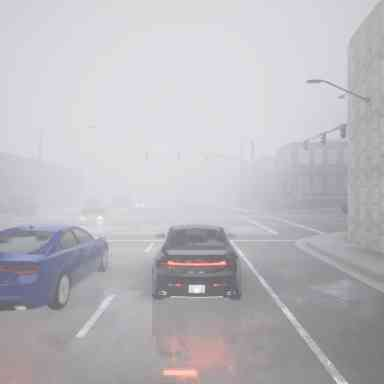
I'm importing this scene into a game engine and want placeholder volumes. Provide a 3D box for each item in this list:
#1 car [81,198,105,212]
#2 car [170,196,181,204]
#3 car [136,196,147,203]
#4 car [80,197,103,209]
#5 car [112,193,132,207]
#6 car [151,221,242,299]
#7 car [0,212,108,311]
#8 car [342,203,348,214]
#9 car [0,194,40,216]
[{"bbox_3d":[-9.716,1.351,32.889,2.097,1.767,4.553,0,0,-12],"label":"car"},{"bbox_3d":[-3.211,1.478,65.952,1.882,1.535,5.008,0,0,0],"label":"car"},{"bbox_3d":[-10.310,1.492,68.330,2.128,1.511,4.902,0,0,0],"label":"car"},{"bbox_3d":[-13.956,1.525,46.548,1.812,1.442,4.674,0,0,0],"label":"car"},{"bbox_3d":[-10.451,1.222,49.952,2.150,2.045,5.566,0,0,0],"label":"car"},{"bbox_3d":[0.103,1.505,8.431,1.837,1.490,4.892,0,0,0],"label":"car"},{"bbox_3d":[-3.401,1.478,7.885,1.882,1.535,5.008,0,0,0],"label":"car"},{"bbox_3d":[14.995,1.015,27.476,5.008,1.535,1.882,-5,0,0],"label":"car"},{"bbox_3d":[-16.342,1.221,29.446,2.150,2.045,5.566,2,1,30],"label":"car"}]
